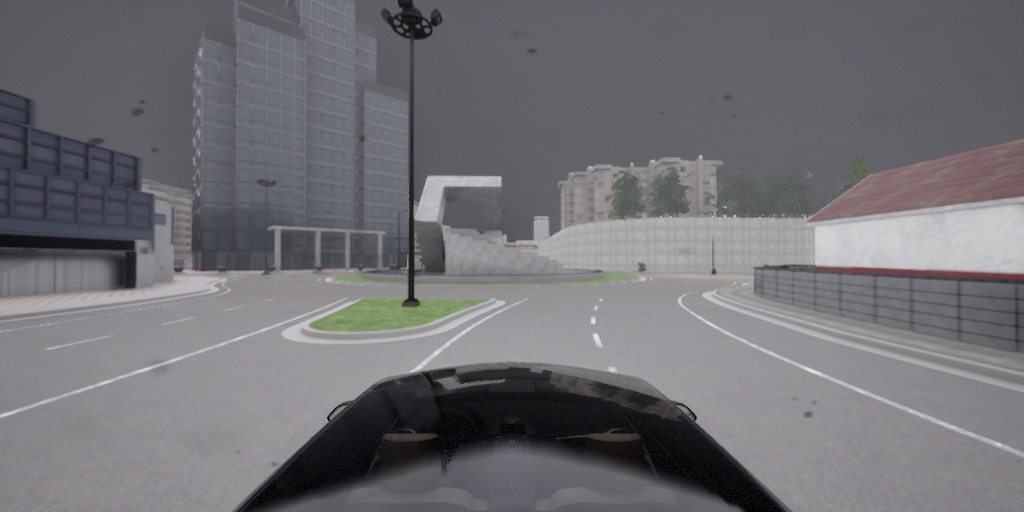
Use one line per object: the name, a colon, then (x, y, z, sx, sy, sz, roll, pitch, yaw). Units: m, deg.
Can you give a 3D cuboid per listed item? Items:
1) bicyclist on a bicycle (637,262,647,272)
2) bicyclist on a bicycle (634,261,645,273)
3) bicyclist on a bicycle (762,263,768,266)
bicyclist on a bicycle: (20.661, 1.760, 56.418, 1.656, 1.620, 0.582, -6, 11, -29)
bicyclist on a bicycle: (20.314, 1.729, 56.937, 1.656, 1.620, 0.582, -10, 5, -31)
bicyclist on a bicycle: (22.549, 1.445, 31.655, 1.656, 1.620, 0.582, -6, -11, 1)
